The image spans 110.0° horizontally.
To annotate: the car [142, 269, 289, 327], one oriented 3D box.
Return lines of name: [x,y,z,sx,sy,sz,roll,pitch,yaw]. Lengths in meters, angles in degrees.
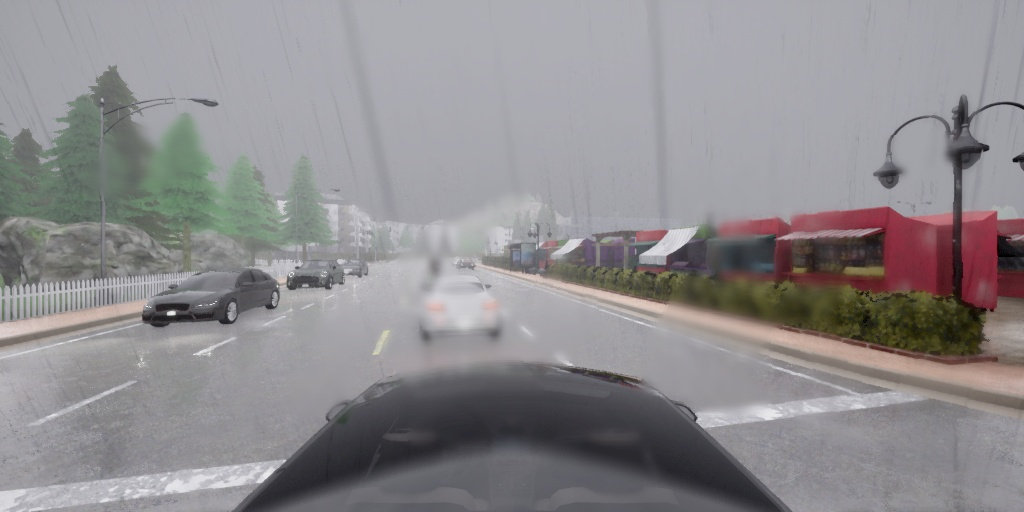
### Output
car: [-9.179,1.190,11.457,1.837,1.490,4.892,0,0,-13]

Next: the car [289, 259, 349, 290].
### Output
car: [-11.374,0.965,21.059,2.097,1.767,4.553,0,0,-13]

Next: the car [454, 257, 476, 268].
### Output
car: [-5.587,1.046,43.729,1.895,1.301,4.718,0,0,-13]

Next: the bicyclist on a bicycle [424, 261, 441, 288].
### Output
bicyclist on a bicycle: [-4.293,1.078,19.589,0.582,1.620,1.656,0,1,25]

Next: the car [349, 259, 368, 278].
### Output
car: [-13.564,1.032,30.683,2.128,1.511,4.902,0,0,-13]

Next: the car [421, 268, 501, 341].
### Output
car: [-1.468,1.225,9.737,1.812,1.442,4.674,0,0,-12]

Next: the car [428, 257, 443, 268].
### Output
car: [-10.814,0.897,50.793,1.837,1.490,4.892,0,0,-13]
